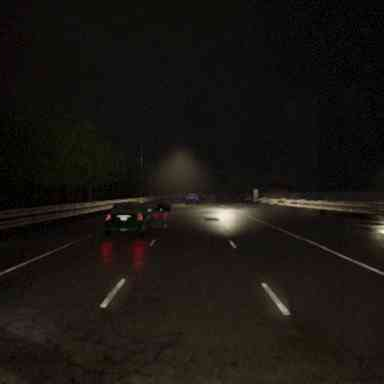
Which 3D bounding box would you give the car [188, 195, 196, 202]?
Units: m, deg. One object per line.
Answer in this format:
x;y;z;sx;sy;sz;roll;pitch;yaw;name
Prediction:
-0.004;1.605;85.933;2.097;1.767;4.553;0;0;0;car

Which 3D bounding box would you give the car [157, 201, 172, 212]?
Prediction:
-3.403;1.658;39.157;1.895;1.301;4.718;0;0;0;car

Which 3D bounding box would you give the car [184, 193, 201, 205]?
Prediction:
0.096;1.383;64.624;2.150;2.045;5.566;0;0;0;car

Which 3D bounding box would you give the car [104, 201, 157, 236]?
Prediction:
-3.402;1.357;18.714;2.097;1.767;4.553;0;0;0;car
